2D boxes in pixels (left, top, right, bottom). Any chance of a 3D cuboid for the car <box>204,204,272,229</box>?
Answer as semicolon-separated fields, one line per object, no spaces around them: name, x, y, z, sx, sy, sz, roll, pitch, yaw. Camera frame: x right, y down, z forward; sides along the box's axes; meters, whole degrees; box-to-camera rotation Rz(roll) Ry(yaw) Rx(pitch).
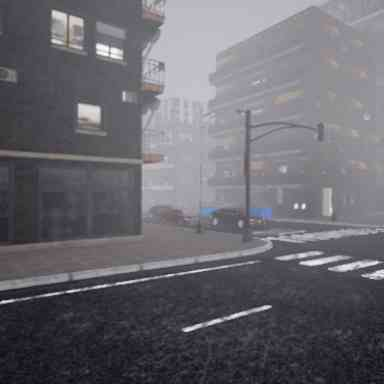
car;3.345;1.893;25.083;1.837;1.490;4.892;0;-1;-35

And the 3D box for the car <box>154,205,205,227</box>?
car;-1.012;2.007;26.663;1.802;1.307;4.206;-1;0;-36

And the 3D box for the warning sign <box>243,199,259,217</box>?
warning sign;6.218;1.629;34.975;1.300;1.860;1.060;1;-1;-36

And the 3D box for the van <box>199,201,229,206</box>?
van;2.409;1.883;36.099;1.690;1.788;3.998;-1;0;-36

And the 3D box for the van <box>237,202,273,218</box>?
van;5.727;1.810;31.585;1.690;1.788;3.998;-1;0;-36

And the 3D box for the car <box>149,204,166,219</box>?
car;-2.583;2.024;33.136;1.837;1.490;4.892;0;-1;-36
